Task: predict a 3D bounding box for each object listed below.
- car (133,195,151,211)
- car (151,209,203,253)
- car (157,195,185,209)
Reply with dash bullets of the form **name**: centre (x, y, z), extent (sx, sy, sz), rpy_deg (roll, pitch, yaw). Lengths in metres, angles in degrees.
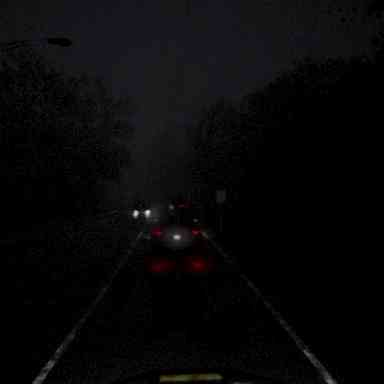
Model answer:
- **car**: centre (-6.712, 1.466, 45.259), extent (2.150, 2.045, 5.566), rpy_deg (0, -2, -4)
- **car**: centre (-0.663, 1.606, 13.912), extent (1.994, 1.385, 4.181), rpy_deg (0, 0, -4)
- **car**: centre (-1.758, 1.302, 28.221), extent (2.150, 2.045, 5.566), rpy_deg (0, 0, -4)
